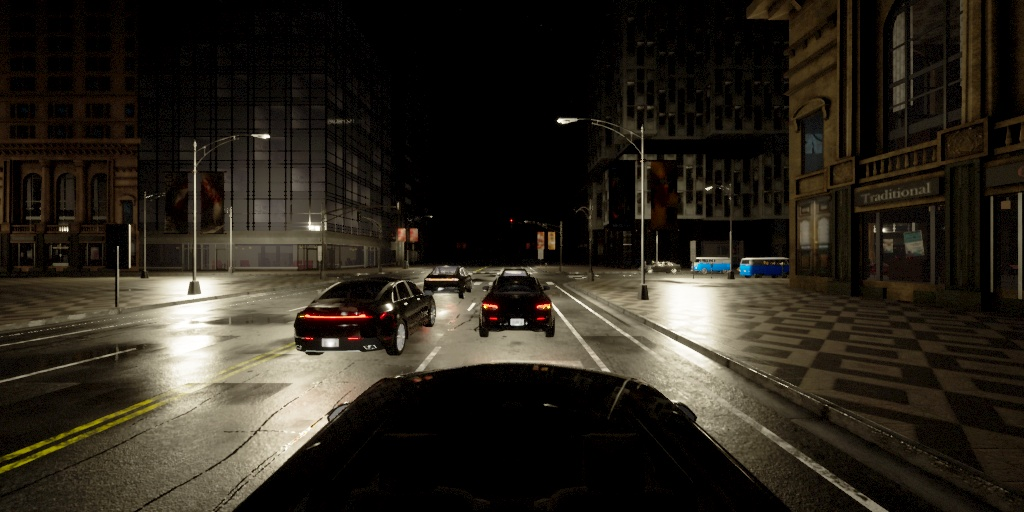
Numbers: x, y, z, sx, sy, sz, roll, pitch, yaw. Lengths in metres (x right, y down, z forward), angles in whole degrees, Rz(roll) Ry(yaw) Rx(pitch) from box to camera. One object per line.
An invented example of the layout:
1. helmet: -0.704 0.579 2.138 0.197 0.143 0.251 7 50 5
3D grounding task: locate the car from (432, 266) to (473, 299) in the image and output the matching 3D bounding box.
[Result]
1. car: -3.106 1.241 18.034 2.128 1.511 4.902 0 0 0

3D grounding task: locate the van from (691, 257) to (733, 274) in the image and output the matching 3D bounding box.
1. van: 21.600 1.042 38.827 3.998 1.789 1.690 0 0 0

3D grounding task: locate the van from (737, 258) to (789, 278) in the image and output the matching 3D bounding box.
1. van: 21.540 1.032 30.303 3.998 1.789 1.690 0 0 0

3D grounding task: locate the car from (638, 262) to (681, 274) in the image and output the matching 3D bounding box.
1. car: 15.981 1.263 38.867 4.403 1.370 2.007 0 0 0

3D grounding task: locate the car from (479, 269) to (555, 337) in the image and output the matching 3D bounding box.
1. car: 0.123 1.276 10.115 1.812 1.442 4.674 0 0 0

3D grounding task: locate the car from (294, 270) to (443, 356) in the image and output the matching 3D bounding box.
1. car: -3.133 1.255 8.620 1.837 1.490 4.892 0 0 0

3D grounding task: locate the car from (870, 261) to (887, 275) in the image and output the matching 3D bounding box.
1. car: 32.778 1.252 30.223 4.207 1.307 1.802 0 0 0
